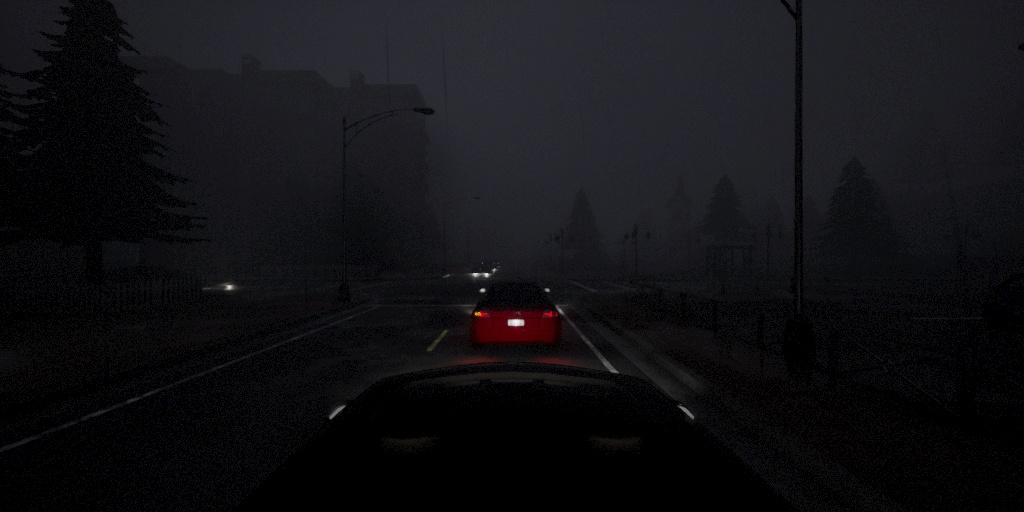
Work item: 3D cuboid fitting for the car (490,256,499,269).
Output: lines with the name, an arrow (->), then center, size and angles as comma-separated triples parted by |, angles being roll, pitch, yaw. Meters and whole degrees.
car -> -3.558, 1.084, 55.728 | 2.097, 1.767, 4.553 | 0, 0, 0

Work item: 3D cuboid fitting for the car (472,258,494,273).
car -> -3.576, 1.301, 42.472 | 1.994, 1.385, 4.181 | 0, 0, 0

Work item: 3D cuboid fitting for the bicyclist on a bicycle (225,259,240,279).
bicyclist on a bicycle -> -22.963, 1.057, 29.491 | 0.582, 1.620, 1.656 | 0, 0, -1

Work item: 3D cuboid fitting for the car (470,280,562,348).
car -> 0.078, 1.312, 9.219 | 1.994, 1.385, 4.181 | 0, 0, 0

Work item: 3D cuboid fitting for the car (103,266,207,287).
car -> -22.064, 1.306, 22.019 | 5.357, 1.411, 2.033 | 0, 0, 0
